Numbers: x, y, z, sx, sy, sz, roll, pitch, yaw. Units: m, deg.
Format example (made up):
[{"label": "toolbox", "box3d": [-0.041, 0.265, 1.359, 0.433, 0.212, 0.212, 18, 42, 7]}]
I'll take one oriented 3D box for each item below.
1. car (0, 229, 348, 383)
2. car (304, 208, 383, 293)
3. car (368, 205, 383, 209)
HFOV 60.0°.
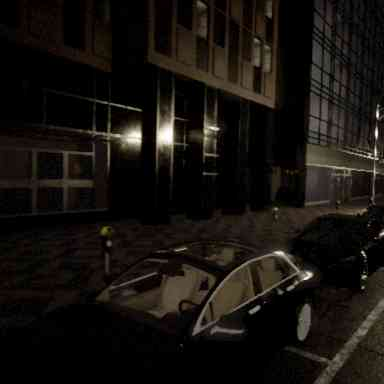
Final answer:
[{"label": "car", "box3d": [0.077, 1.347, 3.959, 2.008, 1.369, 4.403, 4, 3, 40]}, {"label": "car", "box3d": [3.707, 1.267, 8.224, 1.947, 1.339, 4.313, 4, 3, 40]}, {"label": "car", "box3d": [7.337, 1.172, 12.489, 1.947, 1.339, 4.313, 4, 3, 40]}]
